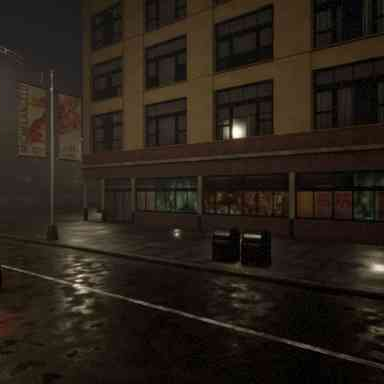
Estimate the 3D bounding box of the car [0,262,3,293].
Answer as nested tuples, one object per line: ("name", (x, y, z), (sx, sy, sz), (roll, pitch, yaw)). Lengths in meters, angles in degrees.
("car", (-5.825, 1.564, 7.717), (1.994, 1.385, 4.181), (0, 0, -40))
